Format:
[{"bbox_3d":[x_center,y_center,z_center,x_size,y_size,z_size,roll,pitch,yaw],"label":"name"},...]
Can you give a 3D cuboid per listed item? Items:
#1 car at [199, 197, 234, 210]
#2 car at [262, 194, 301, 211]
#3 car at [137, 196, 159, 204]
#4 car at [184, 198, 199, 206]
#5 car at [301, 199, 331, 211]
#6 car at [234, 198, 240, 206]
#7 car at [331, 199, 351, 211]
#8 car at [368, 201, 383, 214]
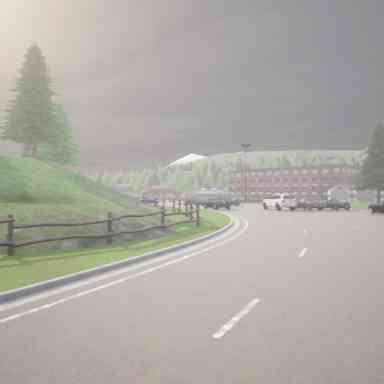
[{"bbox_3d":[3.196,1.404,43.806,2.097,1.767,4.553,0,0,-23],"label":"car"},{"bbox_3d":[11.034,1.291,42.364,2.150,2.045,5.566,0,0,-16],"label":"car"},{"bbox_3d":[-8.007,1.519,60.207,1.882,1.535,5.008,0,0,-42],"label":"car"},{"bbox_3d":[0.427,1.621,55.524,1.994,1.385,4.181,0,0,-38],"label":"car"},{"bbox_3d":[14.887,1.626,42.755,2.033,1.411,5.357,0,0,-18],"label":"car"},{"bbox_3d":[5.851,1.594,53.928,1.812,1.442,4.674,0,0,-34],"label":"car"},{"bbox_3d":[18.367,1.613,42.713,1.812,1.442,4.674,0,0,-13],"label":"car"},{"bbox_3d":[19.889,1.559,33.594,1.882,1.535,5.008,0,0,-4],"label":"car"}]
